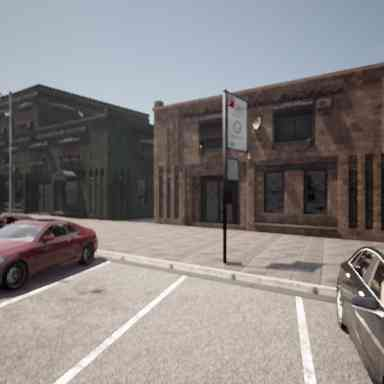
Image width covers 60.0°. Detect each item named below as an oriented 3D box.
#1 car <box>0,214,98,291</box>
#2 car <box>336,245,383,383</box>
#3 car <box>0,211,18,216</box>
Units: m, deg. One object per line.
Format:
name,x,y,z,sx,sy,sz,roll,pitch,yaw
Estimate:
car,-4.364,1.497,9.192,2.002,1.452,4.674,1,0,16
car,2.971,1.488,3.975,2.231,1.521,4.892,1,0,15
car,-6.816,1.477,10.906,2.163,1.488,4.792,1,0,16
